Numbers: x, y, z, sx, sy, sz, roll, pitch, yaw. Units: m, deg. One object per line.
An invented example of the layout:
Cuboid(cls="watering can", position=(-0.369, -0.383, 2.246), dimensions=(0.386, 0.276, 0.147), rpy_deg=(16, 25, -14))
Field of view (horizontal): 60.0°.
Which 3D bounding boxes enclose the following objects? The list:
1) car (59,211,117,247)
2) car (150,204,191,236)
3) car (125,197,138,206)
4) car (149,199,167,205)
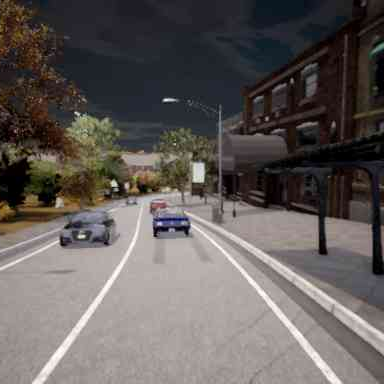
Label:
Cuboid(cls="car", position=(-4.587, 1.583, 15.184), dimensions=(1.994, 1.385, 4.181), rpy_deg=(-1, 0, -6))
Cuboid(cls="car", position=(-1.251, 1.567, 18.429), dimensions=(1.895, 1.301, 4.718), rpy_deg=(-1, 0, -7))
Cuboid(cls="car", position=(-10.210, 1.522, 56.291), dimensions=(2.128, 1.511, 4.902), rpy_deg=(-1, 0, -8))
Cuboid(cls="car", position=(-3.662, 1.494, 36.111), dimensions=(1.812, 1.442, 4.674), rpy_deg=(-1, 0, -8))
